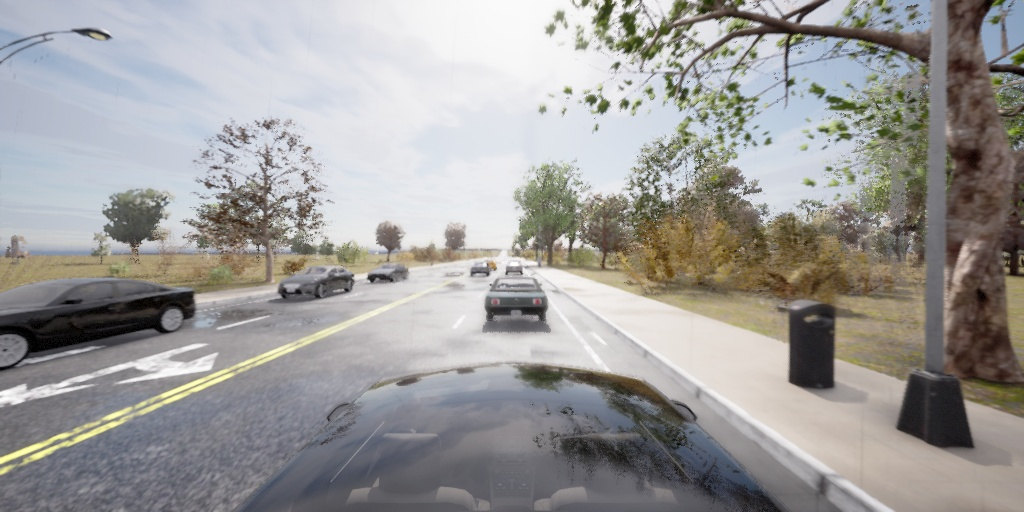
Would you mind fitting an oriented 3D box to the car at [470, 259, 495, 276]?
[{"bbox_3d":[-3.131,1.268,36.212,2.033,1.411,5.357,0,0,0],"label":"car"}]

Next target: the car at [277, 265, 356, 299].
[{"bbox_3d":[-9.763,1.246,18.311,2.128,1.511,4.902,0,0,0],"label":"car"}]

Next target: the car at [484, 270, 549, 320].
[{"bbox_3d":[0.134,1.342,12.525,1.895,1.301,4.718,0,0,0],"label":"car"}]

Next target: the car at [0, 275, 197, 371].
[{"bbox_3d":[-9.808,1.241,7.942,1.882,1.535,5.008,0,0,1],"label":"car"}]

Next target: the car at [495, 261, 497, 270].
[{"bbox_3d":[-3.056,1.174,49.656,1.882,1.535,5.008,0,0,1],"label":"car"}]

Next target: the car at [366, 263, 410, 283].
[{"bbox_3d":[-9.711,1.290,28.638,2.033,1.411,5.357,0,0,1],"label":"car"}]

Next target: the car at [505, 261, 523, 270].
[{"bbox_3d":[0.226,1.259,37.914,2.033,1.411,5.357,0,0,0],"label":"car"}]
